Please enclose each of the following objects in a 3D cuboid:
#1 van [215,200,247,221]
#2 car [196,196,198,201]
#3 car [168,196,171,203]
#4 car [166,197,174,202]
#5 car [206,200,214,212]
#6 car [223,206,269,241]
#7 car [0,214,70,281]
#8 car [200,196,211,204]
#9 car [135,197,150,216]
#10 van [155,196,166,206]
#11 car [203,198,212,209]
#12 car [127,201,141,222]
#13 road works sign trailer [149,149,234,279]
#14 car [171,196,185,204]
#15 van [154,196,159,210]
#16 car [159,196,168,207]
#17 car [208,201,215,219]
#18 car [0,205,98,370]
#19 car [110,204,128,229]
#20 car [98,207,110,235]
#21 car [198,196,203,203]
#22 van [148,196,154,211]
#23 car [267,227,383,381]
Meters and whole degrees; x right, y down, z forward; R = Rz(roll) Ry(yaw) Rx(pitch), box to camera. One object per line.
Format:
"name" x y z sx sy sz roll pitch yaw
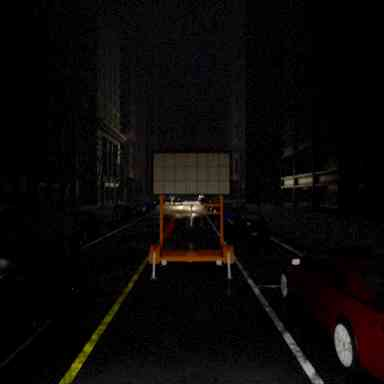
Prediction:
"van" 2.730 1.442 22.421 1.690 1.788 3.998 0 0 0
"car" 2.638 1.967 84.588 1.752 1.417 4.829 0 0 0
"car" -5.878 1.951 78.756 1.887 1.381 4.507 0 0 0
"car" -5.895 2.041 90.028 1.947 1.339 4.313 0 0 0
"car" 2.714 1.739 33.692 1.802 1.307 4.206 0 0 0
"car" 2.739 1.626 16.784 2.008 1.369 4.403 0 0 0
"car" -5.777 1.574 10.948 1.752 1.417 4.829 0 0 0
"car" 2.688 1.791 50.601 1.887 1.381 4.507 0 0 0
"car" -5.812 1.597 33.665 1.967 1.590 4.097 0 0 0
"van" -5.854 1.649 61.846 1.690 1.788 3.998 0 0 0
"car" 2.705 1.737 39.329 2.008 1.369 4.403 0 0 0
"car" -5.803 1.695 28.027 1.947 1.339 4.313 0 0 0
"road works sign trailer" -0.012 0.509 10.169 2.380 3.560 2.880 0 0 0
"car" -3.105 1.895 72.496 1.812 1.442 4.674 0 0 0
"van" -5.829 1.557 44.938 1.690 1.788 3.998 0 0 0
"car" -5.845 1.592 56.210 2.192 1.841 5.009 0 0 0
"car" 2.722 1.680 28.056 2.008 1.369 4.403 0 0 0
"car" -3.104 1.240 4.203 2.150 2.045 5.566 0 0 0
"car" -5.794 1.683 22.391 1.802 1.307 4.206 0 0 0
"car" -5.786 1.641 16.754 1.947 1.339 4.313 0 0 0
"car" 2.671 1.623 61.874 2.192 1.841 5.009 0 0 0
"van" -5.820 1.527 39.302 1.690 1.788 3.998 0 0 0
"car" 2.756 1.569 5.512 1.887 1.381 4.507 0 0 0
